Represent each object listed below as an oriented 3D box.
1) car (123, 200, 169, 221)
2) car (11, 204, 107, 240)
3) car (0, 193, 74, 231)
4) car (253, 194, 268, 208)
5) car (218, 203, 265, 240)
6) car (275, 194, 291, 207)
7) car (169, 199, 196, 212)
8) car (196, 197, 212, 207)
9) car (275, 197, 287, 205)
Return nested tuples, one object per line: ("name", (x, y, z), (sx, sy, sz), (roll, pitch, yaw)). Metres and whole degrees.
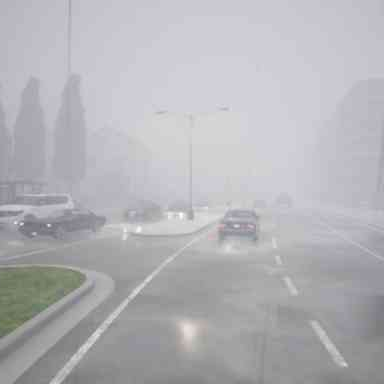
("car", (-3.762, 1.400, 26.304), (2.128, 1.511, 4.902), (1, 0, 13))
("car", (-6.256, 1.506, 16.613), (1.895, 1.301, 4.718), (1, 0, 17))
("car", (-9.079, 1.097, 19.337), (2.150, 2.045, 5.566), (1, 0, 14))
("car", (9.805, 1.489, 48.156), (2.128, 1.511, 4.902), (1, 0, 13))
("car", (2.497, 1.537, 16.963), (2.033, 1.411, 5.357), (1, 0, 13))
("car", (14.037, 1.253, 51.250), (2.150, 2.045, 5.566), (1, 0, 13))
("car", (-1.303, 1.476, 36.738), (1.994, 1.385, 4.181), (1, 0, 13))
("car", (1.689, 1.442, 49.228), (1.812, 1.442, 4.674), (1, 0, 13))
("car", (16.410, 1.598, 61.384), (1.994, 1.385, 4.181), (1, 0, 13))
